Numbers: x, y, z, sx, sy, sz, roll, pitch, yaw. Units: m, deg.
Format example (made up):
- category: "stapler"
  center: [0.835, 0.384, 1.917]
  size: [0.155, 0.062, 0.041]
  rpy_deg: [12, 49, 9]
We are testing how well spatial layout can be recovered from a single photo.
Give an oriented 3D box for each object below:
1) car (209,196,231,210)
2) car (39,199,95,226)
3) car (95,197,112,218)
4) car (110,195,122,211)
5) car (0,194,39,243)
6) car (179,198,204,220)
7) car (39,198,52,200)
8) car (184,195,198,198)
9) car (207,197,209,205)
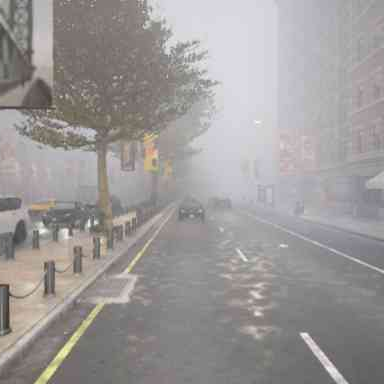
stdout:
- category: "car"
  center: [3.312, 1.180, 37.722]
  size: [1.882, 1.535, 5.008]
  rpy_deg: [0, 0, 0]
- category: "car"
  center: [-8.207, 1.355, 22.110]
  size: [1.812, 1.442, 4.674]
  rpy_deg: [0, 0, 0]
- category: "car"
  center: [-8.149, 1.361, 26.926]
  size: [1.994, 1.385, 4.181]
  rpy_deg: [0, 0, 0]
- category: "car"
  center: [-8.235, 1.104, 32.057]
  size: [2.097, 1.767, 4.553]
  rpy_deg: [0, 0, 0]
- category: "car"
  center: [-8.159, 1.127, 12.345]
  size: [2.150, 2.045, 5.566]
  rpy_deg: [0, 0, 0]
- category: "car"
  center: [-0.044, 1.396, 26.020]
  size: [1.895, 1.301, 4.718]
  rpy_deg: [0, 0, 0]
- category: "car"
  center: [-11.650, 1.277, 26.720]
  size: [1.882, 1.535, 5.008]
  rpy_deg: [0, 0, 0]
- category: "car"
  center: [-0.188, 1.149, 48.067]
  size: [1.812, 1.442, 4.674]
  rpy_deg: [0, 0, 1]
- category: "car"
  center: [3.258, 1.191, 47.359]
  size: [1.994, 1.385, 4.181]
  rpy_deg: [0, 0, 0]
